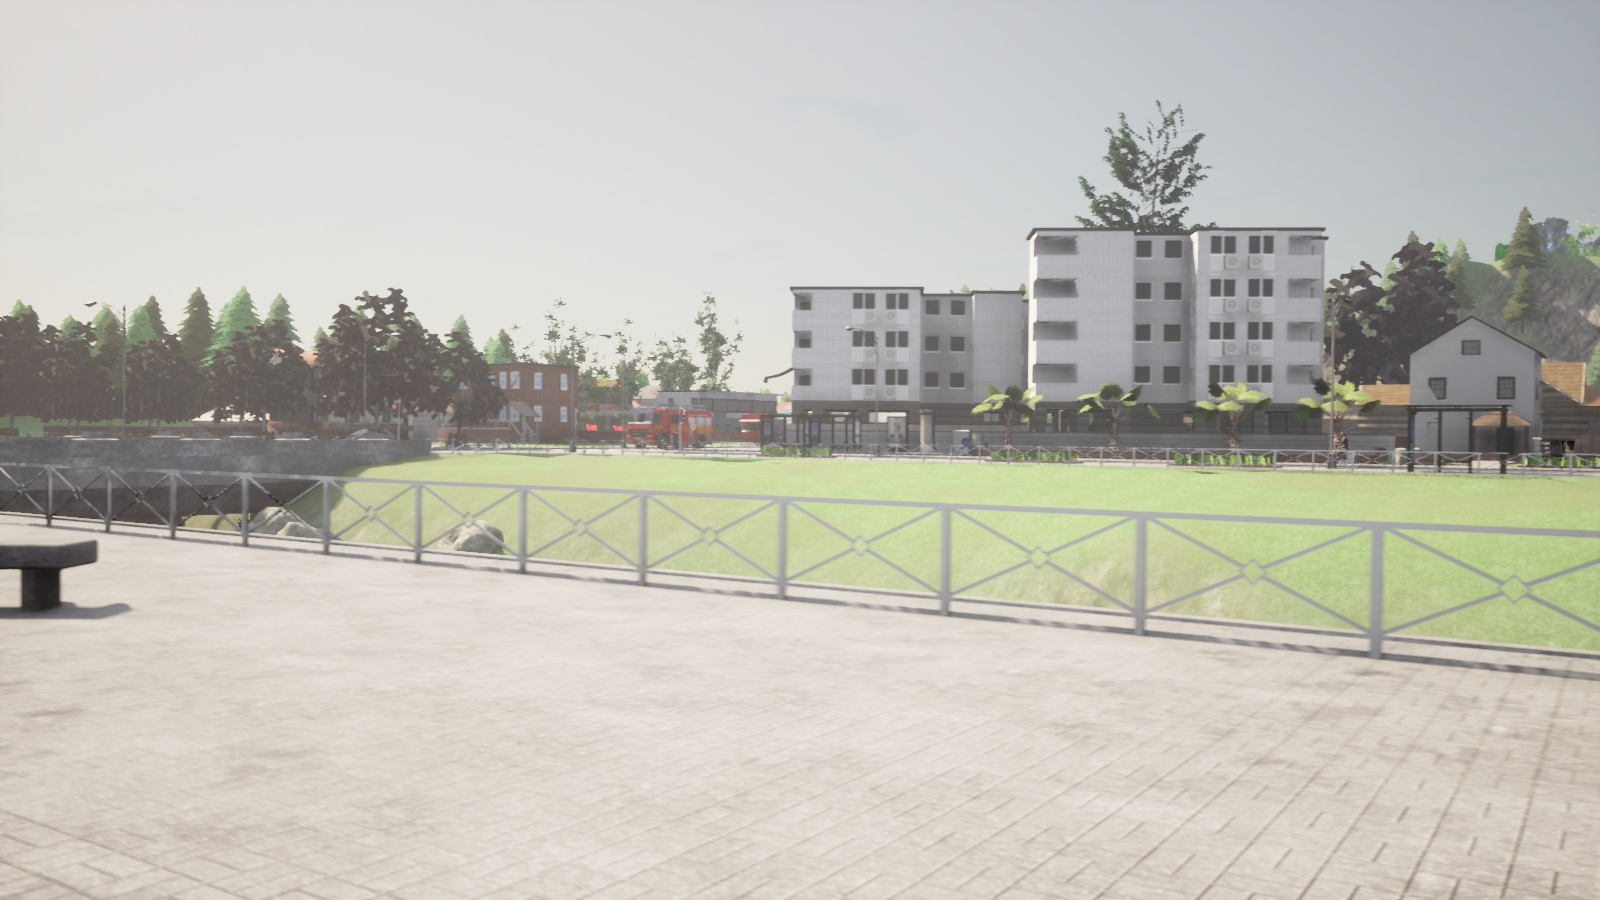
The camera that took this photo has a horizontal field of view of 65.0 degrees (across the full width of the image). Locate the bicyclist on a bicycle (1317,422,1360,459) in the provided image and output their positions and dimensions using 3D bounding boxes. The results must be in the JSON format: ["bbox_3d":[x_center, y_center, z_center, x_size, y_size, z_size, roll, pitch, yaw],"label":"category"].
[{"bbox_3d":[26.138,-0.466,60.932,1.843,1.776,0.659,0,1,34],"label":"bicyclist on a bicycle"}]

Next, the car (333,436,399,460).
[{"bbox_3d":[-28.380,-0.118,82.134,1.845,1.501,3.633,0,1,36],"label":"car"}]
